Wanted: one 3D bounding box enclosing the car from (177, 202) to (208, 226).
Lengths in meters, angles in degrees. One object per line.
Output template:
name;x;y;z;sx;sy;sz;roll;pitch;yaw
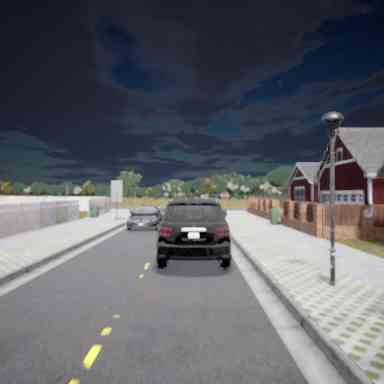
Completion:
car;0.058;1.574;25.008;2.033;1.411;5.357;0;0;0

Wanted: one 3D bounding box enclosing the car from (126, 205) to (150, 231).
car;-2.835;1.545;20.798;1.812;1.442;4.674;0;0;0

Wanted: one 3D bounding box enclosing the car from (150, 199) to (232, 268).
car;0.069;1.231;11.406;2.150;2.045;5.566;0;0;0
